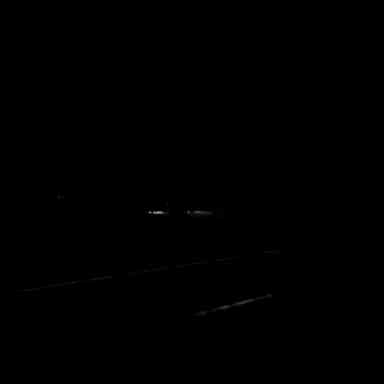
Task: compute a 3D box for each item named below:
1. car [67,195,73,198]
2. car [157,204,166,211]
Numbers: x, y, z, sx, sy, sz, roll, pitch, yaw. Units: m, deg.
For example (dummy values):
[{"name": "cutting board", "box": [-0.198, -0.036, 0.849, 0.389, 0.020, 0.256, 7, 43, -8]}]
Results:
[{"name": "car", "box": [-29.558, 1.508, 80.972, 2.128, 1.511, 4.902, 0, 0, -37]}, {"name": "car", "box": [-5.334, 1.554, 38.635, 1.994, 1.385, 4.181, 0, 0, -39]}]
